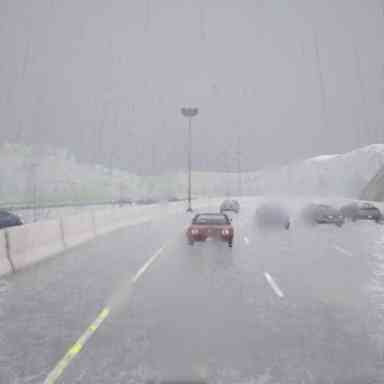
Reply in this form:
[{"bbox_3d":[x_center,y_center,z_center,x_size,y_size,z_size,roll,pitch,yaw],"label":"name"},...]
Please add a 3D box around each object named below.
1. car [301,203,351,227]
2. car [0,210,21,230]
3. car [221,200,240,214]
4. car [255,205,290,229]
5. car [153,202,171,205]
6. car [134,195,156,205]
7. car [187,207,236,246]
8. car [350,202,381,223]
[{"bbox_3d":[8.859,1.575,22.900,2.033,1.411,5.357,0,0,8],"label":"car"},{"bbox_3d":[-9.785,1.510,15.321,1.812,1.442,4.674,0,0,5],"label":"car"},{"bbox_3d":[4.213,1.569,36.384,2.033,1.411,5.357,0,0,13],"label":"car"},{"bbox_3d":[5.159,1.566,21.687,2.033,1.411,5.357,0,0,8],"label":"car"},{"bbox_3d":[-4.379,1.231,58.346,2.150,2.045,5.566,0,0,19],"label":"car"},{"bbox_3d":[-8.130,1.354,58.125,2.097,1.767,4.553,0,0,18],"label":"car"},{"bbox_3d":[0.928,1.608,15.400,1.895,1.301,4.718,0,0,5],"label":"car"},{"bbox_3d":[12.887,1.528,25.793,2.128,1.511,4.902,0,0,9],"label":"car"}]
